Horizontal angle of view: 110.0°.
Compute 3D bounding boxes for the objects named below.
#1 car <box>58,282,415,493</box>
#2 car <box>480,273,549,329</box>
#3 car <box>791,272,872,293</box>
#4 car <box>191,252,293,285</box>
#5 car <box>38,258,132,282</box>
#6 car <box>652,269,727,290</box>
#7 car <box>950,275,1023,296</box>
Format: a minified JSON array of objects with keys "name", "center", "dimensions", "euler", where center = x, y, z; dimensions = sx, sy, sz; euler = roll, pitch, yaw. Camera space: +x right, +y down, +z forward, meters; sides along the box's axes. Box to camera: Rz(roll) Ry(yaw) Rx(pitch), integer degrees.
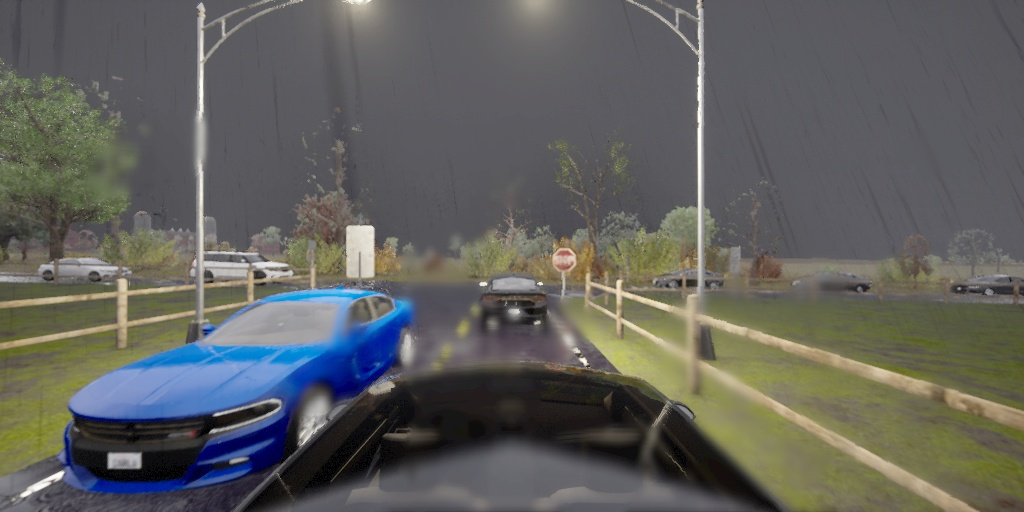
[{"name":"car","center":[-2.847,1.247,5.134],"dimensions":[1.882,1.535,5.008],"euler":[0,0,0]},{"name":"car","center":[0.008,1.283,11.557],"dimensions":[1.882,1.535,5.008],"euler":[0,0,-2]},{"name":"car","center":[22.869,1.876,25.772],"dimensions":[4.902,1.511,2.128],"euler":[1,0,0]},{"name":"car","center":[-17.141,0.769,22.872],"dimensions":[5.566,2.045,2.150],"euler":[1,0,0]},{"name":"car","center":[-27.188,0.856,22.883],"dimensions":[4.674,1.442,1.812],"euler":[1,0,0]},{"name":"car","center":[12.695,1.659,25.783],"dimensions":[4.902,1.511,2.128],"euler":[1,0,0]},{"name":"car","center":[34.547,2.135,25.740],"dimensions":[4.892,1.490,1.837],"euler":[1,0,0]}]
